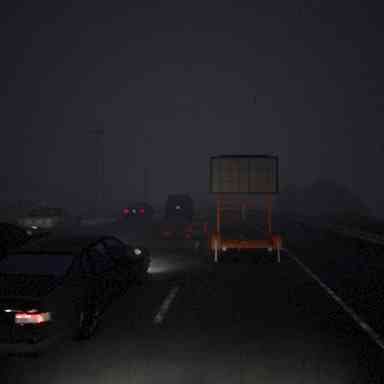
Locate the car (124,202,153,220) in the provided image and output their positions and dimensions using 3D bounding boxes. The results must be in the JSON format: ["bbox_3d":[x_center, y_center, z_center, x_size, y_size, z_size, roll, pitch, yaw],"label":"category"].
[{"bbox_3d":[-4.463,1.547,28.343,2.033,1.411,5.357,0,0,0],"label":"car"}]

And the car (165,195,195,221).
[{"bbox_3d":[-0.991,1.224,27.329,2.150,2.045,5.566,0,0,1],"label":"car"}]

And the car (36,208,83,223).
[{"bbox_3d":[-8.185,1.601,19.764,1.895,1.301,4.718,0,0,3],"label":"car"}]

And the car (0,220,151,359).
[{"bbox_3d":[-2.263,1.548,6.504,2.033,1.411,5.357,0,0,7],"label":"car"}]

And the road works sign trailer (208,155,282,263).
[{"bbox_3d":[1.860,0.464,12.042,2.380,3.560,2.880,0,0,3],"label":"road works sign trailer"}]

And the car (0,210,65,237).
[{"bbox_3d":[-5.552,1.477,8.778,1.882,1.535,5.008,0,0,6],"label":"car"}]

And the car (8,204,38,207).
[{"bbox_3d":[-18.847,1.601,36.785,1.895,1.301,4.718,0,0,-3],"label":"car"}]

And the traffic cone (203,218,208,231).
[{"bbox_3d":[0.793,1.955,19.119,0.340,0.580,0.340,0,0,3],"label":"traffic cone"}]

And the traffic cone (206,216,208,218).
[{"bbox_3d":[0.913,1.955,21.115,0.340,0.580,0.340,0,0,3],"label":"traffic cone"}]

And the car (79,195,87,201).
[{"bbox_3d":[-25.283,1.399,76.893,2.128,1.511,4.902,0,0,-16],"label":"car"}]
